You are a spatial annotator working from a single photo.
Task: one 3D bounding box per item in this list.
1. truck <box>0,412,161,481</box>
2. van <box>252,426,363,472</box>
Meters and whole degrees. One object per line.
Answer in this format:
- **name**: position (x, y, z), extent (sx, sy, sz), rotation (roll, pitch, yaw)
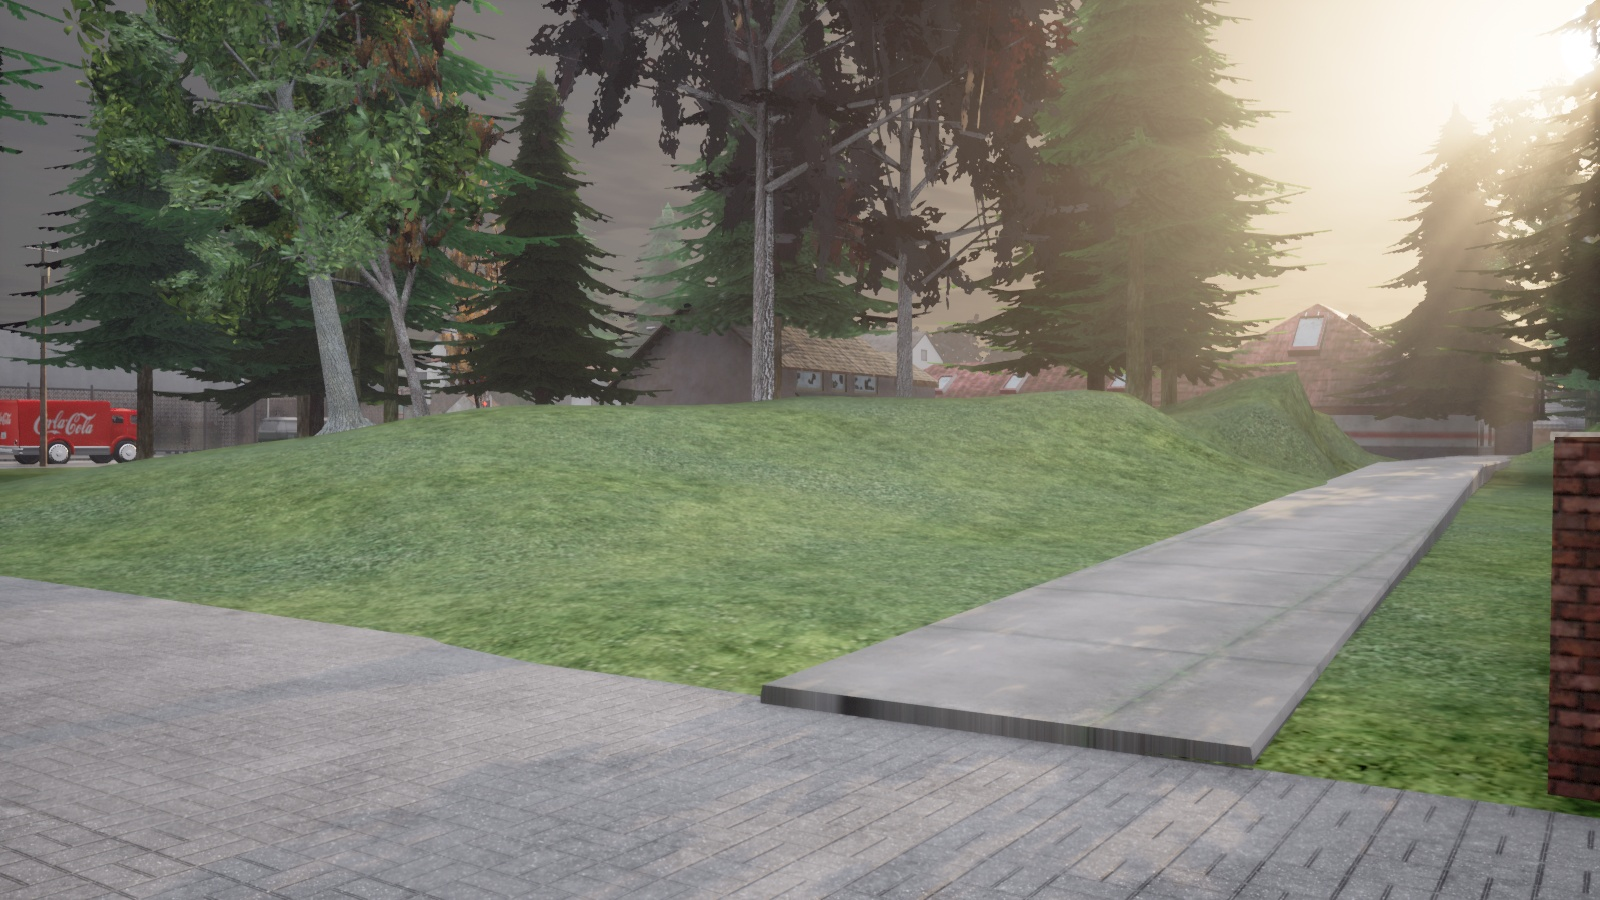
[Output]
- **truck**: position (-27.698, -0.160, 47.996), extent (2.627, 2.467, 5.204), rotation (0, 1, 34)
- **van**: position (-22.077, -0.087, 56.452), extent (1.775, 1.987, 4.442), rotation (0, 1, 33)
